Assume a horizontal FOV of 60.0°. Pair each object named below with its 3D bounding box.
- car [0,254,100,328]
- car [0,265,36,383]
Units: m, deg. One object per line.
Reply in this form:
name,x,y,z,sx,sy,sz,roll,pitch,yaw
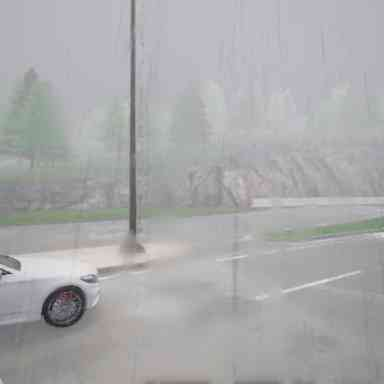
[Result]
car,-3.858,1.526,5.294,4.674,1.442,1.812,0,0,-35
car,-3.474,1.491,1.270,4.902,1.511,2.128,0,0,-35
